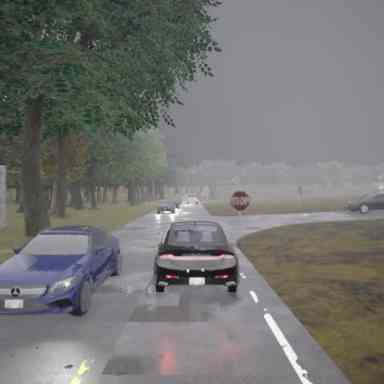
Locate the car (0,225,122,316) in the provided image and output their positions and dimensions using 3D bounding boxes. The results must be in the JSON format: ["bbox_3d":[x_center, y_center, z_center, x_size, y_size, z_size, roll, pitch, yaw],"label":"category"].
[{"bbox_3d":[-2.855,1.542,7.670,1.812,1.442,4.674,0,0,0],"label":"car"}]

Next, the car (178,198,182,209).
[{"bbox_3d":[-2.852,1.742,49.099,1.895,1.301,4.718,0,0,0],"label":"car"}]

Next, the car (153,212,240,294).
[{"bbox_3d":[0.086,1.512,8.862,2.128,1.511,4.902,0,0,0],"label":"car"}]

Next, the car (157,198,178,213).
[{"bbox_3d":[-2.861,1.606,37.798,1.837,1.490,4.892,0,0,0],"label":"car"}]

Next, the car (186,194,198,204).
[{"bbox_3d":[0.076,1.435,67.105,2.150,2.045,5.566,0,0,0],"label":"car"}]

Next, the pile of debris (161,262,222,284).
[{"bbox_3d":[-0.003,2.195,9.138,1.500,0.140,1.860,0,0,0],"label":"pile of debris"}]

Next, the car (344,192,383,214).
[{"bbox_3d":[14.201,0.777,25.460,4.892,1.490,1.837,-3,1,1],"label":"car"}]

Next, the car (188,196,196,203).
[{"bbox_3d":[-0.029,1.727,80.326,1.882,1.535,5.008,0,0,0],"label":"car"}]

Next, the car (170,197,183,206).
[{"bbox_3d":[-2.838,1.736,61.100,2.033,1.411,5.357,0,0,0],"label":"car"}]
